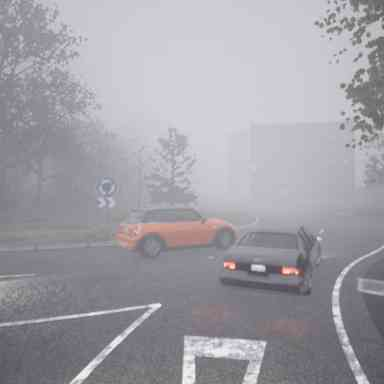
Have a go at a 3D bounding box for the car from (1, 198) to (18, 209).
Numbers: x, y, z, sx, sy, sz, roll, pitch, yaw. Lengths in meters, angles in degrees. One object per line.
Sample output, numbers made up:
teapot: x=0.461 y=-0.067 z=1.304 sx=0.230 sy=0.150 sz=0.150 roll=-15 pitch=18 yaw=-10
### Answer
car: x=-23.605 y=1.396 z=39.866 sx=1.837 sy=1.490 sz=4.892 roll=0 pitch=-1 yaw=45

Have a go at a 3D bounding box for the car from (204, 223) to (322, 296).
car: x=2.312 y=1.534 z=8.823 sx=2.033 sy=1.411 sz=5.357 roll=0 pitch=0 yaw=24

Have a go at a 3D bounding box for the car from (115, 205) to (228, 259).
car: x=-0.494 y=1.335 z=12.688 sx=4.553 sy=1.767 sz=2.097 roll=0 pitch=0 yaw=-32

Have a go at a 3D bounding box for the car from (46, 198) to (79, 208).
car: x=-17.249 y=1.529 z=44.465 sx=4.181 sy=1.385 sz=1.994 roll=1 pitch=0 yaw=-22

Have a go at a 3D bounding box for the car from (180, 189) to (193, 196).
car: x=-1.161 y=0.074 z=69.700 sx=2.033 sy=1.411 sz=5.357 roll=0 pitch=6 yaw=9
